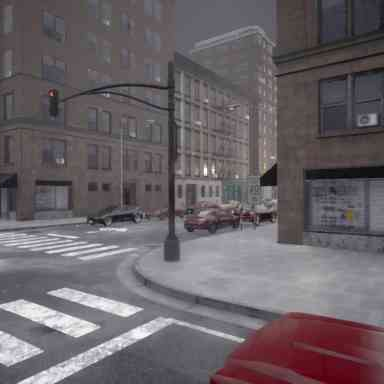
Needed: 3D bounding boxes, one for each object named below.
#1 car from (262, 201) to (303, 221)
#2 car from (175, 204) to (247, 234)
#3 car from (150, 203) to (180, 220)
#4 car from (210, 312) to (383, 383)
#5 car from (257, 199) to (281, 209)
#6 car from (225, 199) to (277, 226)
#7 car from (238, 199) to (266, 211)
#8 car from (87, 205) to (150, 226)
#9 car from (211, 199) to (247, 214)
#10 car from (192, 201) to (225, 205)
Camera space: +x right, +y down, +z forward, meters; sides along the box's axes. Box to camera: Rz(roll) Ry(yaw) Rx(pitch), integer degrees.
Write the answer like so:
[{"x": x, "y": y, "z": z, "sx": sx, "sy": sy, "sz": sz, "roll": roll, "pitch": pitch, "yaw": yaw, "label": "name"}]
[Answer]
[{"x": 7.696, "y": 1.495, "z": 27.990, "sx": 1.752, "sy": 1.417, "sz": 4.829, "roll": 0, "pitch": 0, "yaw": 36, "label": "car"}, {"x": 1.178, "y": 1.555, "z": 18.872, "sx": 1.802, "sy": 1.307, "sz": 4.206, "roll": 0, "pitch": 0, "yaw": 36, "label": "car"}, {"x": -2.142, "y": 1.604, "z": 28.027, "sx": 1.802, "sy": 1.307, "sz": 4.206, "roll": 0, "pitch": 0, "yaw": 36, "label": "car"}, {"x": 2.381, "y": 1.601, "z": 1.991, "sx": 4.718, "sy": 1.301, "sz": 1.895, "roll": 0, "pitch": 0, "yaw": 36, "label": "car"}, {"x": 10.695, "y": 1.601, "z": 45.983, "sx": 1.802, "sy": 1.307, "sz": 4.206, "roll": 0, "pitch": 0, "yaw": 36, "label": "car"}, {"x": 4.387, "y": 1.412, "z": 23.362, "sx": 1.967, "sy": 1.590, "sz": 4.097, "roll": 0, "pitch": 0, "yaw": 36, "label": "car"}, {"x": 7.486, "y": 1.600, "z": 41.494, "sx": 1.802, "sy": 1.307, "sz": 4.206, "roll": 0, "pitch": 0, "yaw": 36, "label": "car"}, {"x": -5.352, "y": 1.590, "z": 23.538, "sx": 1.947, "sy": 1.339, "sz": 4.313, "roll": 0, "pitch": 0, "yaw": 36, "label": "car"}, {"x": 4.177, "y": 1.544, "z": 36.867, "sx": 1.752, "sy": 1.417, "sz": 4.829, "roll": 0, "pitch": 0, "yaw": 36, "label": "car"}, {"x": 1.067, "y": 1.565, "z": 32.516, "sx": 1.887, "sy": 1.381, "sz": 4.507, "roll": 0, "pitch": 0, "yaw": 36, "label": "car"}]
